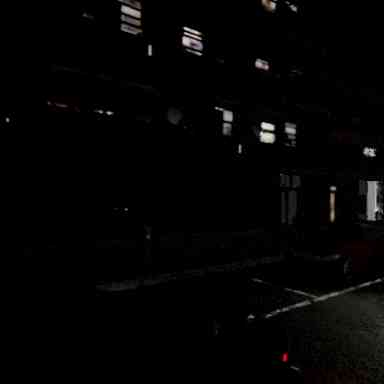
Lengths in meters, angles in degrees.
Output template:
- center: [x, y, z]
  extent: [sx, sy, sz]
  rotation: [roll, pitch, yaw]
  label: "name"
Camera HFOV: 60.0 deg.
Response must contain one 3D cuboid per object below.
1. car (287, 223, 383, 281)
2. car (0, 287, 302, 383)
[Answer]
- center: [4.628, 1.592, 9.845]
  extent: [4.206, 1.307, 1.802]
  rotation: [0, 1, -35]
  label: "car"
- center: [-1.528, 1.548, 2.287]
  extent: [5.357, 1.411, 2.033]
  rotation: [0, 0, -35]
  label: "car"
